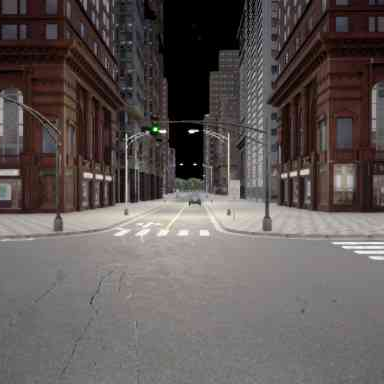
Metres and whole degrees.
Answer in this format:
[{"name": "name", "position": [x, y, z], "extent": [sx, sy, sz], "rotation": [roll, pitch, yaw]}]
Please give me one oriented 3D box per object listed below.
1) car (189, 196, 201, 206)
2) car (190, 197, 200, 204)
[{"name": "car", "position": [0.501, 1.381, 56.295], "extent": [2.097, 1.767, 4.553], "rotation": [0, 0, 1]}, {"name": "car", "position": [0.658, 1.637, 66.360], "extent": [1.895, 1.301, 4.718], "rotation": [0, 0, 1]}]
